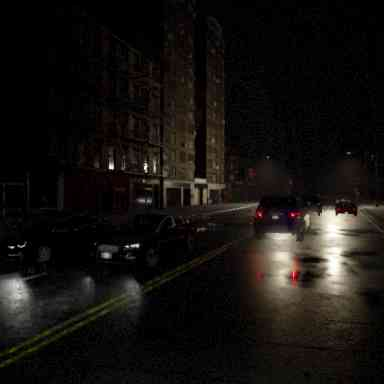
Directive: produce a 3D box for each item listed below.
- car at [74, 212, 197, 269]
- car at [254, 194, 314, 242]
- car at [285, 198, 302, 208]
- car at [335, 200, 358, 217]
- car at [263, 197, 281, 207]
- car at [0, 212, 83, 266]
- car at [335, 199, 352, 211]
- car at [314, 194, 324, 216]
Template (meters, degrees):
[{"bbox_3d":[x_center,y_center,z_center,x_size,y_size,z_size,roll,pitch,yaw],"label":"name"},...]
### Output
[{"bbox_3d":[-1.394,1.490,11.430,2.128,1.511,4.902,0,0,23],"label":"car"},{"bbox_3d":[4.675,1.214,16.783,2.150,2.045,5.566,0,-1,24],"label":"car"},{"bbox_3d":[15.333,1.586,50.027,1.895,1.301,4.718,0,0,23],"label":"car"},{"bbox_3d":[14.739,1.592,31.878,1.895,1.301,4.718,0,0,24],"label":"car"},{"bbox_3d":[12.503,1.489,51.664,1.837,1.490,4.892,0,0,24],"label":"car"},{"bbox_3d":[-4.760,1.503,11.836,1.837,1.490,4.892,0,0,23],"label":"car"},{"bbox_3d":[18.678,1.589,41.050,1.895,1.301,4.718,0,0,24],"label":"car"},{"bbox_3d":[11.880,1.213,33.384,2.150,2.045,5.566,0,0,23],"label":"car"}]
